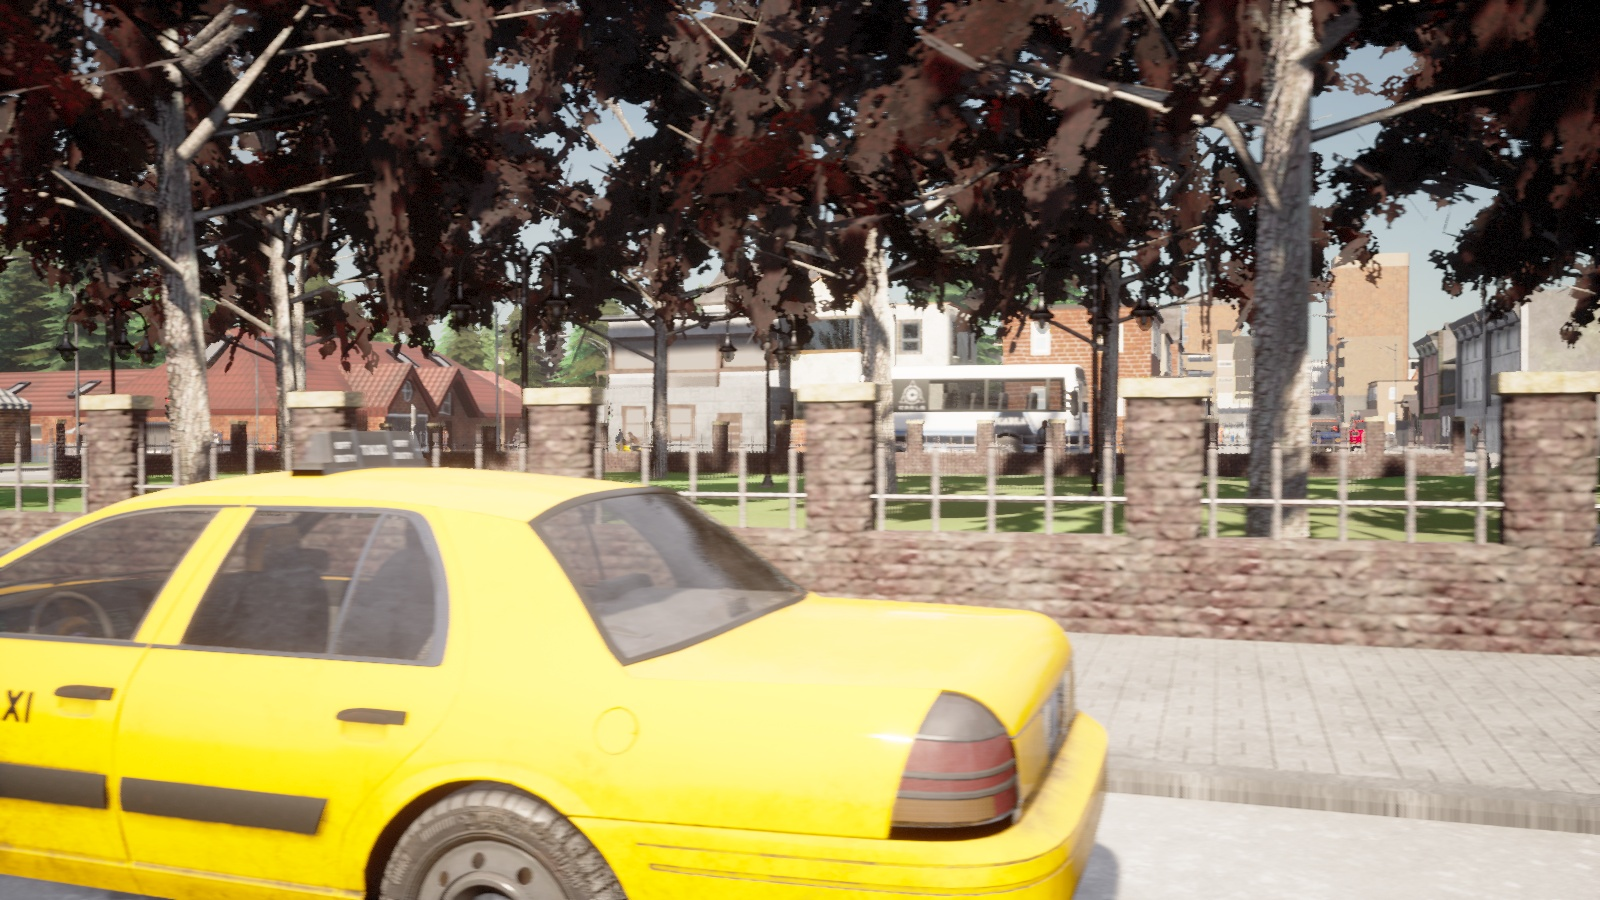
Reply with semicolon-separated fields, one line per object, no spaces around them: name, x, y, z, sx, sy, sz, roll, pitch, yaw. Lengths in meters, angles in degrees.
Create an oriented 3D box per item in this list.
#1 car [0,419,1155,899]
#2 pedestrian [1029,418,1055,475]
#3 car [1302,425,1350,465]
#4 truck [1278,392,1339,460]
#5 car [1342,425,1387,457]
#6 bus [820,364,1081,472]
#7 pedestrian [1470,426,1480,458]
car;-1.631;0.691;4.267;5.366;1.575;1.801;1;1;19
pedestrian;8.300;-0.122;43.051;0.788;1.949;0.423;1;1;19
car;25.884;-0.271;61.882;1.905;1.878;3.866;1;1;19
truck;30.402;-1.428;75.279;2.891;3.827;8.468;1;1;19
car;37.201;-0.642;82.923;2.150;2.045;5.566;1;1;19
bus;6.396;-1.380;53.370;10.273;4.253;3.944;1;1;23
pedestrian;39.292;-0.487;73.113;0.376;1.854;0.720;1;1;18
